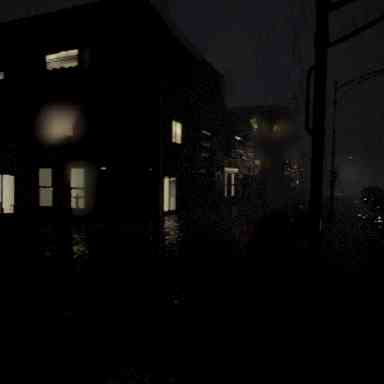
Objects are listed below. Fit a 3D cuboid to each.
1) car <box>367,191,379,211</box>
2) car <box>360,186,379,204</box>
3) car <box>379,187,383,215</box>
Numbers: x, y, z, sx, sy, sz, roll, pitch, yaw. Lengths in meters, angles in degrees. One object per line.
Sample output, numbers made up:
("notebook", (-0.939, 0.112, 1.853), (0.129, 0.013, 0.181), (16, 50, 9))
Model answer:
("car", (16.783, 0.894, 28.951), (1.994, 1.385, 4.181), (2, 2, 23))
("car", (20.773, 0.327, 38.351), (2.150, 2.045, 5.566), (2, 2, 23))
("car", (12.957, 0.767, 19.805), (2.150, 2.045, 5.566), (2, 2, 22))
